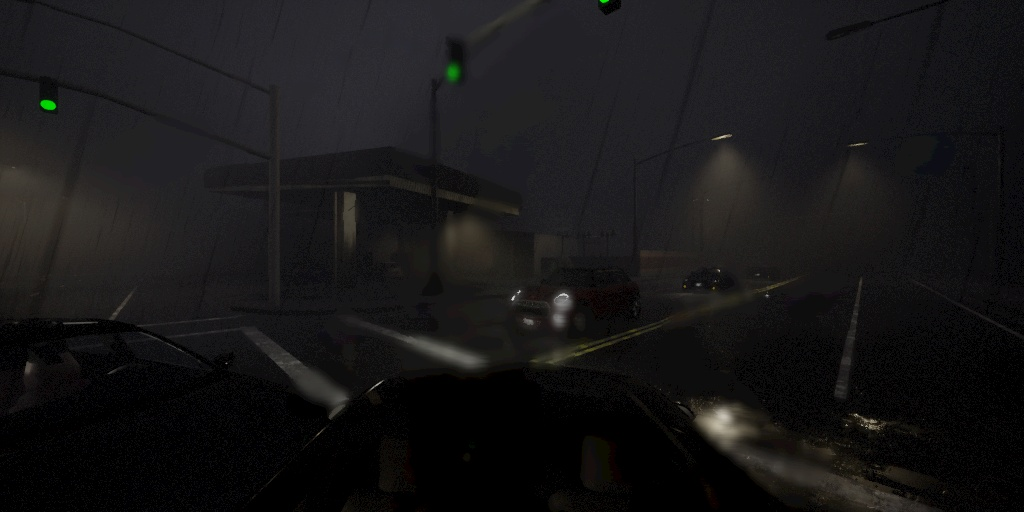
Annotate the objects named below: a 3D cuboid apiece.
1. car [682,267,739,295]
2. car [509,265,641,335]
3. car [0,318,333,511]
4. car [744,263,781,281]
[{"bbox_3d":[11.065,1.314,19.938,1.994,1.385,4.181,0,0,45],"label":"car"},{"bbox_3d":[2.023,1.102,10.763,2.097,1.767,4.553,0,0,45],"label":"car"},{"bbox_3d":[-3.443,1.242,2.419,4.902,1.511,2.128,0,0,14],"label":"car"},{"bbox_3d":[20.977,1.313,29.974,1.994,1.385,4.181,0,0,45],"label":"car"}]
